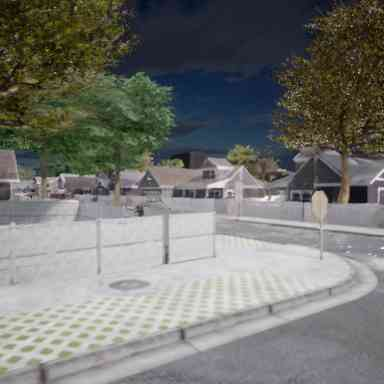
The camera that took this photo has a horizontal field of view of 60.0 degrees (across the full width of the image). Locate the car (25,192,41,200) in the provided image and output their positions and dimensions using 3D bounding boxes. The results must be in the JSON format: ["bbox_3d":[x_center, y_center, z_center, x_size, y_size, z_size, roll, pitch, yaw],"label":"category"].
[{"bbox_3d":[-38.937,0.957,82.017,2.150,2.045,5.566,1,0,-36],"label":"car"}]

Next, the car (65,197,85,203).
[{"bbox_3d":[-15.980,1.388,45.108,2.128,1.511,4.902,1,0,-35],"label":"car"}]

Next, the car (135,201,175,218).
[{"bbox_3d":[-2.934,1.504,26.725,1.837,1.490,4.892,1,0,-36],"label":"car"}]
